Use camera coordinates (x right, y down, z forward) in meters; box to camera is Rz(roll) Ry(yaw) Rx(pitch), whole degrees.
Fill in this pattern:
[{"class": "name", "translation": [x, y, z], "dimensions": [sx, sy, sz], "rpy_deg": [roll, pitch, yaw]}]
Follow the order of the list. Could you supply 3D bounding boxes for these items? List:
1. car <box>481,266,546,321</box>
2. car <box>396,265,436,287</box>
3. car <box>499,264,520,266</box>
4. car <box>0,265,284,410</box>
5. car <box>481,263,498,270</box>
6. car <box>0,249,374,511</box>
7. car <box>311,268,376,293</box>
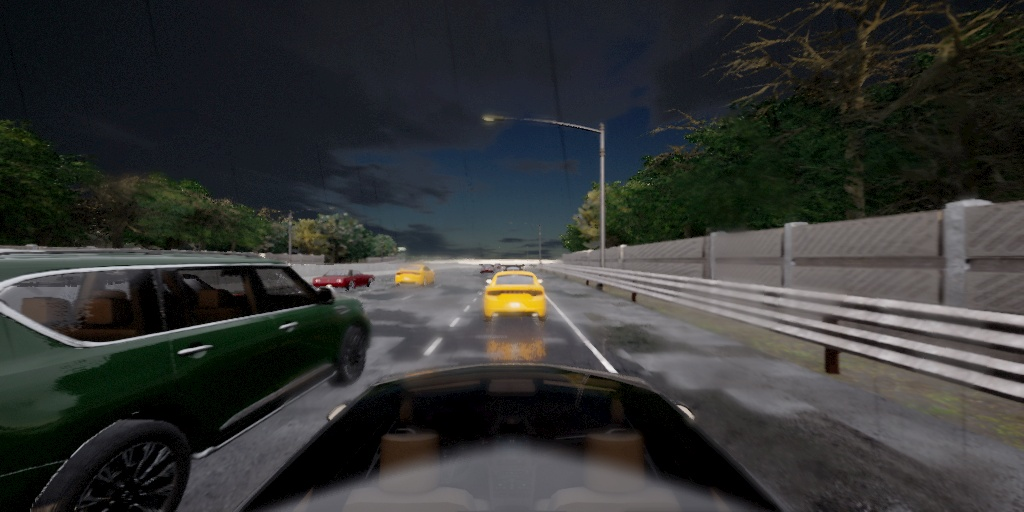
[{"class": "car", "translation": [0.102, 1.264, 12.673], "dimensions": [1.882, 1.535, 5.008], "rpy_deg": [0, 0, 0]}, {"class": "car", "translation": [-6.895, 1.378, 26.077], "dimensions": [1.882, 1.535, 5.008], "rpy_deg": [0, -1, 0]}, {"class": "car", "translation": [0.107, 1.486, 30.923], "dimensions": [1.812, 1.442, 4.674], "rpy_deg": [0, -1, 0]}, {"class": "car", "translation": [-6.898, 1.114, 6.912], "dimensions": [2.097, 1.767, 4.553], "rpy_deg": [0, 0, 0]}, {"class": "car", "translation": [-3.488, 1.850, 52.497], "dimensions": [2.033, 1.411, 5.357], "rpy_deg": [0, -1, 0]}, {"class": "car", "translation": [-3.500, 0.974, 3.835], "dimensions": [2.150, 2.045, 5.566], "rpy_deg": [0, 0, 0]}, {"class": "car", "translation": [-10.396, 1.465, 22.598], "dimensions": [1.895, 1.301, 4.718], "rpy_deg": [0, -1, 0]}]
